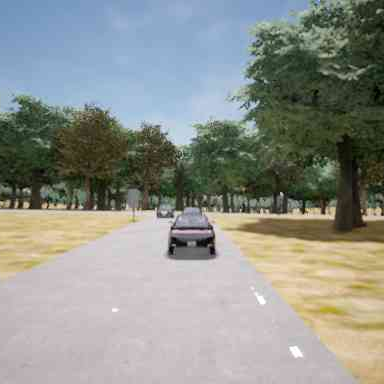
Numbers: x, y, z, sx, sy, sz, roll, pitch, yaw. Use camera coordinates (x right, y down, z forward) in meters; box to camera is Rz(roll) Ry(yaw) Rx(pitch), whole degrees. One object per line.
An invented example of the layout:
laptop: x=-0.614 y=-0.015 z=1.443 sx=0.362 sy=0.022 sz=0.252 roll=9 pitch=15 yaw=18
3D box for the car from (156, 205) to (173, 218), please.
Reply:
car: x=-3.020 y=2.214 z=38.460 sx=2.128 sy=1.511 sz=4.902 roll=0 pitch=-2 yaw=0

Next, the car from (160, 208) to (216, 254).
car: x=-0.002 y=1.679 z=14.342 sx=2.128 sy=1.511 sz=4.902 roll=0 pitch=-1 yaw=0
